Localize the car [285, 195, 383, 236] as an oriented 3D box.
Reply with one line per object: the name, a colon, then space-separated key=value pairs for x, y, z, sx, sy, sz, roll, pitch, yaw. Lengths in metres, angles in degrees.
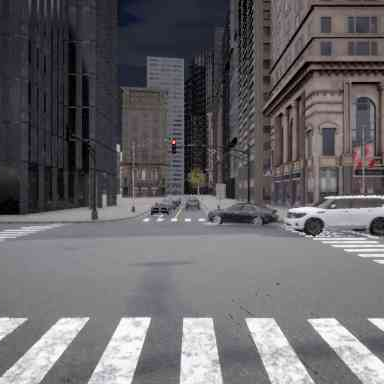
car: x=7.830 y=1.204 z=17.630 sx=5.566 sy=2.045 sz=2.150 roll=0 pitch=0 yaw=0

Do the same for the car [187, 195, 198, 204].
car: x=0.085 y=1.495 z=69.802 sx=2.097 sy=1.767 sz=4.553 roll=0 pitch=0 yaw=0

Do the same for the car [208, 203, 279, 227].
car: x=3.481 y=1.535 z=22.957 sx=4.892 sy=1.490 sz=1.837 roll=0 pitch=2 yaw=29

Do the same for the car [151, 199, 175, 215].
car: x=-3.057 y=1.644 z=33.822 sx=1.895 sy=1.301 sz=4.718 roll=0 pitch=0 yaw=0

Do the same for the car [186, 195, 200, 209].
car: x=0.111 y=1.566 z=47.553 sx=2.128 sy=1.511 sz=4.902 roll=0 pitch=0 yaw=0

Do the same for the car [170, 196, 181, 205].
car: x=-3.005 y=1.597 z=62.777 sx=1.882 sy=1.535 sz=5.008 roll=0 pitch=0 yaw=0

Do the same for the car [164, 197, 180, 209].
car: x=-3.064 y=1.556 z=43.218 sx=2.128 sy=1.511 sz=4.902 roll=0 pitch=0 yaw=0
